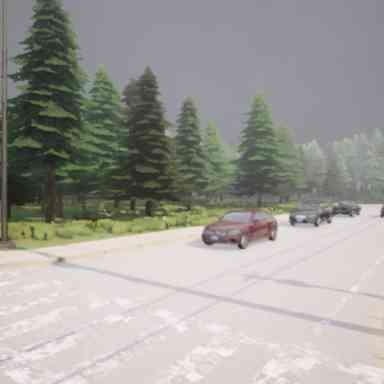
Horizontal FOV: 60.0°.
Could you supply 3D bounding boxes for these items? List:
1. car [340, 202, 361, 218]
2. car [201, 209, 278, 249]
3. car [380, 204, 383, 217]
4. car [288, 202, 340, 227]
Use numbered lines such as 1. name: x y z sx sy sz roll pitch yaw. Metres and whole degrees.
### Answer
1. car: 14.196 1.580 30.769 1.895 1.301 4.718 0 0 37
2. car: 2.260 1.513 14.685 1.812 1.442 4.674 0 0 37
3. car: 18.629 1.557 30.553 1.994 1.385 4.181 0 0 37
4. car: 8.135 1.474 22.611 2.128 1.511 4.902 0 0 37
